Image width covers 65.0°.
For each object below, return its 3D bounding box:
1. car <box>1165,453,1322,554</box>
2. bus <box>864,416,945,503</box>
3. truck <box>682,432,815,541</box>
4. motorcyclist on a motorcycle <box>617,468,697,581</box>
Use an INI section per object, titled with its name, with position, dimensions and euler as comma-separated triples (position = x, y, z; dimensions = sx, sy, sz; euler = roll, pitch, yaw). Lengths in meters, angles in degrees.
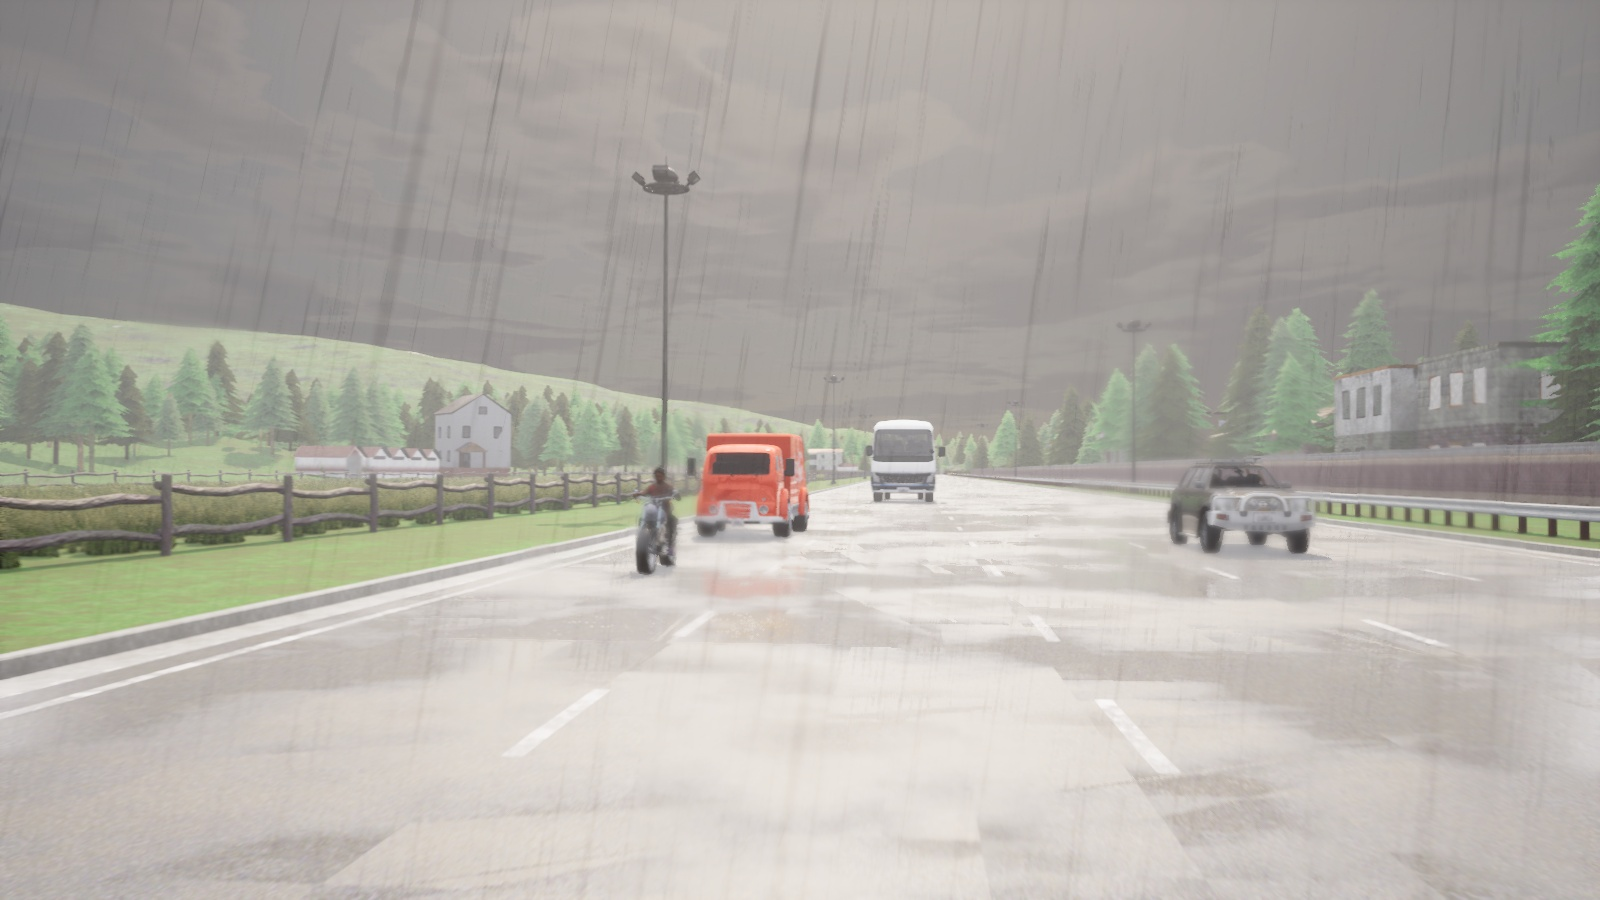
[car]
position = 8.895, 1.031, 25.601
dimensions = 1.932, 1.855, 4.605
euler = 0, -1, 5
[bus]
position = 5.586, 0.541, 66.880
dimensions = 3.944, 4.253, 10.273
euler = 0, -1, 5
[truck]
position = -1.143, 0.845, 31.204
dimensions = 2.627, 2.467, 5.204
euler = 0, 0, 5
[motorcyclist on a motorcycle]
position = -2.193, 1.101, 19.555
dimensions = 0.766, 1.649, 2.350
euler = 0, -1, 5
